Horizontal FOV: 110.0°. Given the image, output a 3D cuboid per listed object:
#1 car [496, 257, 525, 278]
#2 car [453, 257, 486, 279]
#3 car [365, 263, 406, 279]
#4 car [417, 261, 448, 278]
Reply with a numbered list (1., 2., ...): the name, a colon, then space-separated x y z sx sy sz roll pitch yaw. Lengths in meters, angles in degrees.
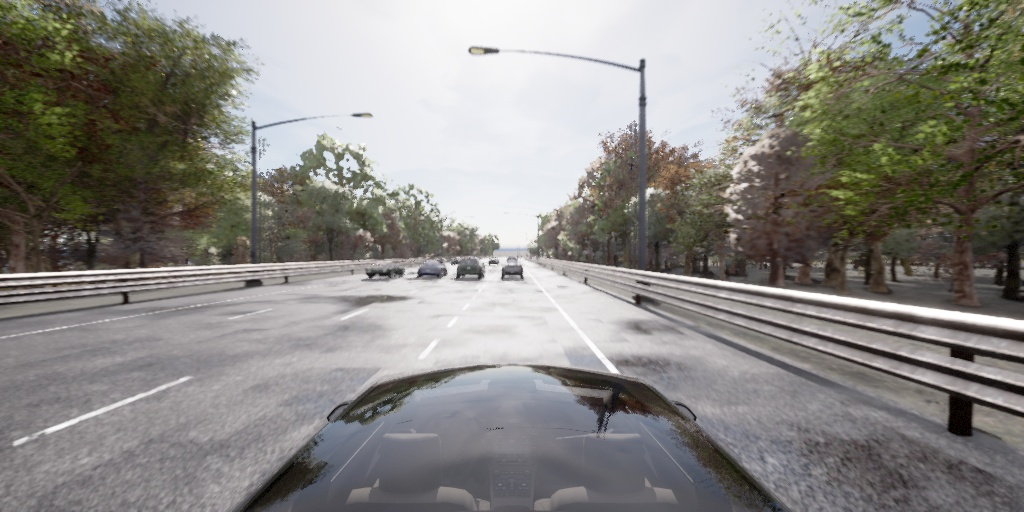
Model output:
1. car: 0.050 1.092 30.832 2.128 1.511 4.902 0 0 1
2. car: -3.451 0.952 30.811 2.097 1.767 4.553 0 0 1
3. car: -10.461 1.205 30.091 1.895 1.301 4.718 0 0 1
4. car: -6.945 1.161 31.658 1.994 1.385 4.181 0 0 0
